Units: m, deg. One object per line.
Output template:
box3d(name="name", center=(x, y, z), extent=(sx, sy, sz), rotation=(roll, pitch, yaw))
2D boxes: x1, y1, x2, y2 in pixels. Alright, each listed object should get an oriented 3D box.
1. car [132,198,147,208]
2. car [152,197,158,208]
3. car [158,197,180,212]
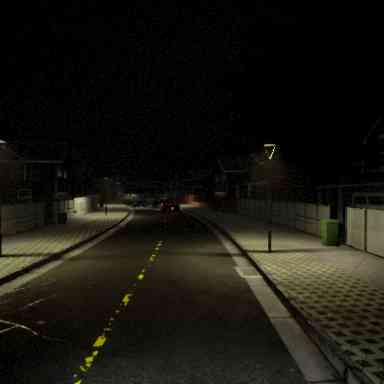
box3d(name="car", center=(-7.683, 1.514, 48.488), extent=(2.033, 1.411, 5.357), rotation=(0, 0, -14))
box3d(name="car", center=(-4.778, 1.468, 48.702), extent=(2.128, 1.511, 4.902), rotation=(0, 0, -14))
box3d(name="car", center=(-2.560, 1.499, 38.589), extent=(1.837, 1.490, 4.892), rotation=(0, 0, -10))
